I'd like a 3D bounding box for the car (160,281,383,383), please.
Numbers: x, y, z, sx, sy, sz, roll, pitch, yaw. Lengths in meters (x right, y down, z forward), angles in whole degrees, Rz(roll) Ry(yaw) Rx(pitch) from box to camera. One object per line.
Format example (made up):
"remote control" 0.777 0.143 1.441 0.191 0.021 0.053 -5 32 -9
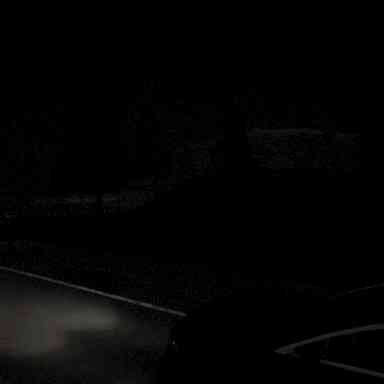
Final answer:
"car" 1.935 1.491 2.601 4.902 1.511 2.128 0 0 35
